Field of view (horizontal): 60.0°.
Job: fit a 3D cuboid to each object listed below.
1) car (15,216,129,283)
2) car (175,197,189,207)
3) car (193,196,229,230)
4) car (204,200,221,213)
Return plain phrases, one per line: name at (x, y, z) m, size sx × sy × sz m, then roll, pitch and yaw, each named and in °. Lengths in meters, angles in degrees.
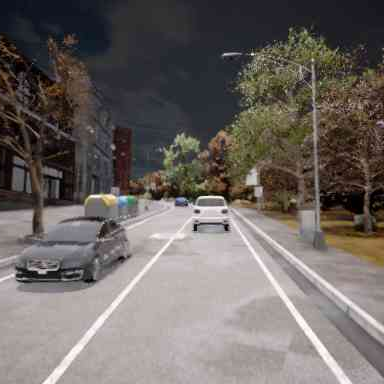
car at (-3.202, 1.536, 9.824) m, size 1.837 × 1.490 × 4.892 m, roll 0°, pitch 0°, yaw 3°
car at (-1.650, 1.608, 53.503) m, size 1.882 × 1.535 × 5.008 m, roll 1°, pitch 0°, yaw -7°
car at (1.234, 1.281, 21.493) m, size 2.150 × 2.045 × 5.566 m, roll 0°, pitch 0°, yaw 4°
car at (2.374, 1.718, 39.681) m, size 1.895 × 1.301 × 4.718 m, roll 0°, pitch 0°, yaw 3°
